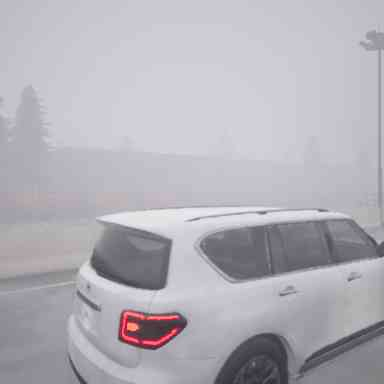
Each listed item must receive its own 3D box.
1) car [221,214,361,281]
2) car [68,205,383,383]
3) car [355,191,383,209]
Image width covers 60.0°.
[{"bbox_3d":[3.147,1.511,10.319,4.181,1.385,1.994,0,0,-35],"label":"car"},{"bbox_3d":[1.216,1.201,4.680,5.566,2.045,2.150,-1,0,-35],"label":"car"},{"bbox_3d":[23.134,0.952,41.957,5.566,2.045,2.150,0,0,-35],"label":"car"}]
